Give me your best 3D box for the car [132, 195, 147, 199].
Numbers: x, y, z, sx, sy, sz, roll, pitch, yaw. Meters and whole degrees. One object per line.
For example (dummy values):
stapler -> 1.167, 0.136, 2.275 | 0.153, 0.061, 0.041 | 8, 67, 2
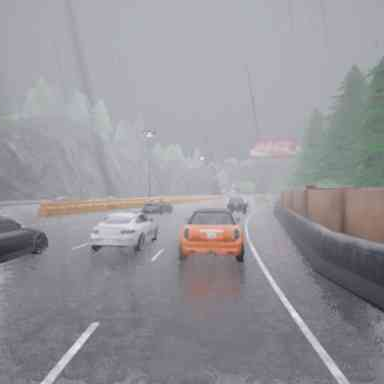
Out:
car -> -9.837, 1.329, 62.716 | 2.097, 1.767, 4.553 | 0, 0, 15

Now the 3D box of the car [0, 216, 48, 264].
car -> -6.399, 1.535, 10.585 | 1.994, 1.385, 4.181 | 0, 0, 4

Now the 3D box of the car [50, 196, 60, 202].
car -> -22.250, 1.427, 57.101 | 1.812, 1.442, 4.674 | 0, 0, 16

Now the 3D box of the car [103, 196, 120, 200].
car -> -14.399, 1.467, 59.305 | 1.812, 1.442, 4.674 | 0, 0, 15

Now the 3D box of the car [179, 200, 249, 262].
car -> 0.774, 1.356, 12.428 | 2.097, 1.767, 4.553 | 0, 0, 5

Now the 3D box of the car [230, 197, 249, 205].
car -> 5.028, 1.377, 36.320 | 2.097, 1.767, 4.553 | 0, 0, 14

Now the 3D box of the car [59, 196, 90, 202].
car -> -19.077, 1.464, 55.431 | 2.033, 1.411, 5.357 | 0, 0, 16

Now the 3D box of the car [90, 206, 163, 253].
car -> -2.633, 1.515, 13.630 | 1.812, 1.442, 4.674 | 0, 0, 5

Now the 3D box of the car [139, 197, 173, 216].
car -> -3.212, 1.479, 32.071 | 2.128, 1.511, 4.902 | 0, 0, 12
